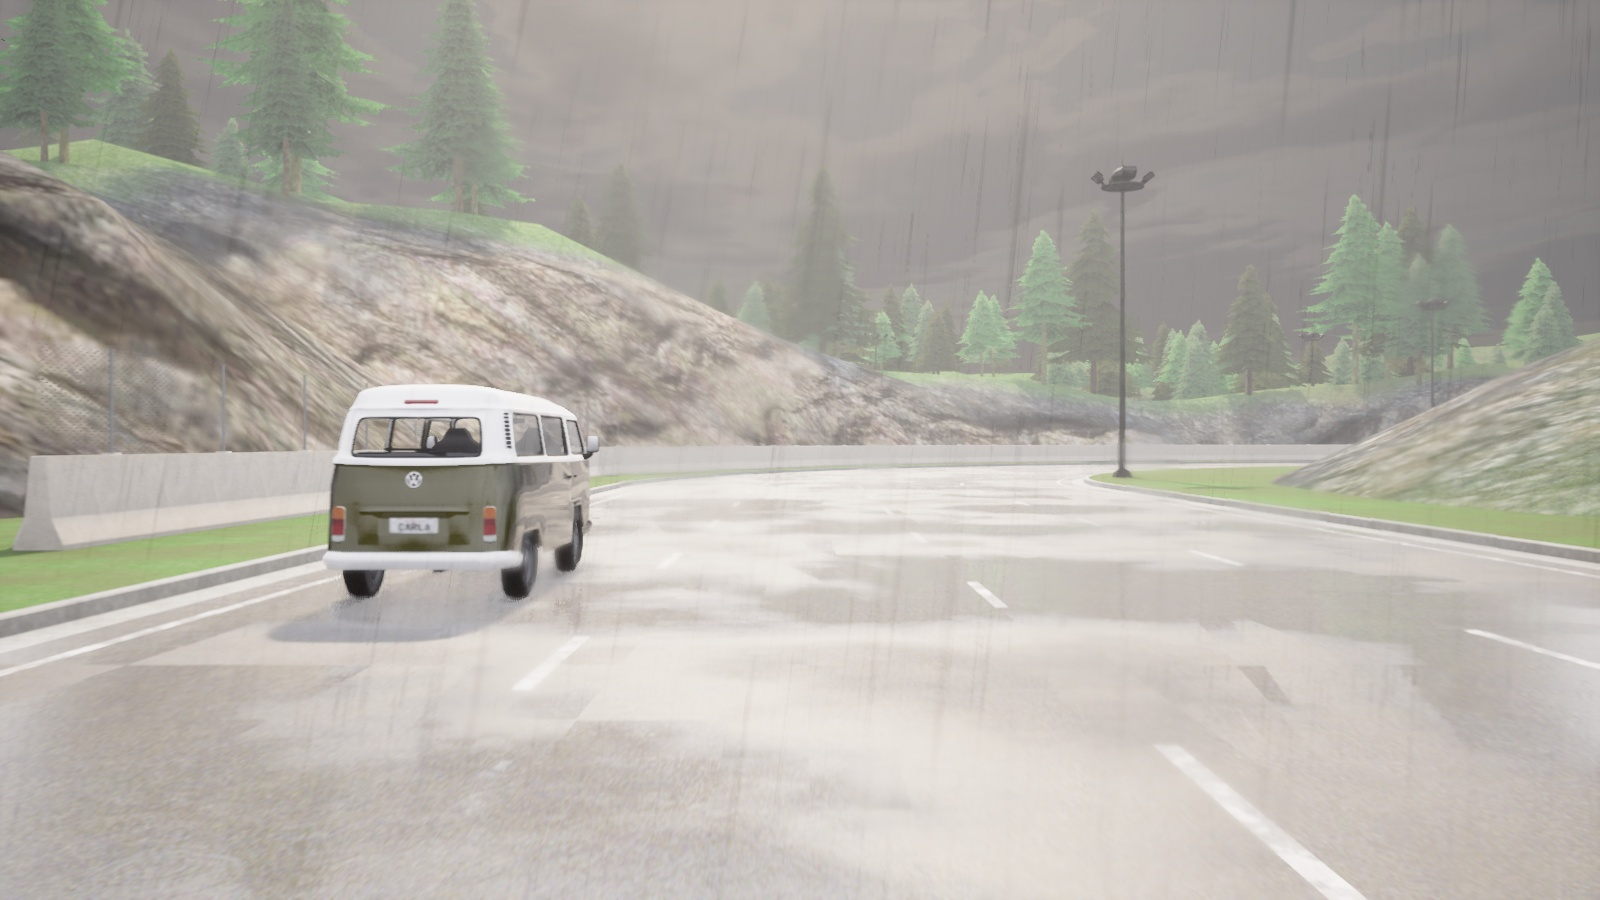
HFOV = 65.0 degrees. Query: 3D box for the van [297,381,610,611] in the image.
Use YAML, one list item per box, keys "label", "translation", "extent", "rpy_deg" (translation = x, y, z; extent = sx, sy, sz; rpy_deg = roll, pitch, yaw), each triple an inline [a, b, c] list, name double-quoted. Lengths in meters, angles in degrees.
- label: "van"
  translation: [-3.408, 0.392, 13.361]
  extent: [2.069, 2.038, 4.480]
  rpy_deg: [0, 0, 0]
